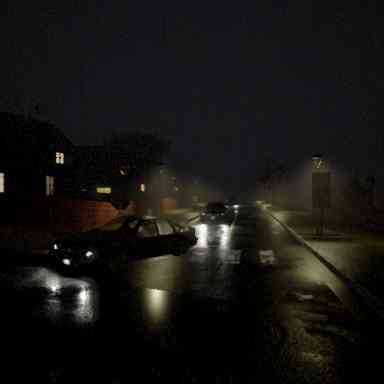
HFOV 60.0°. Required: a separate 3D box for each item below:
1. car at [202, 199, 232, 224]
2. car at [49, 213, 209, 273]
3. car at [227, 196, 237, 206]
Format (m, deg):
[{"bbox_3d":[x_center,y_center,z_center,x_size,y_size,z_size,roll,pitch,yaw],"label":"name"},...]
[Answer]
[{"bbox_3d":[1.801,1.506,25.171,1.812,1.442,4.674,0,0,9],"label":"car"},{"bbox_3d":[-1.808,1.510,10.953,2.033,1.411,5.357,3,0,33],"label":"car"},{"bbox_3d":[6.622,1.459,55.616,1.837,1.490,4.892,0,-1,9],"label":"car"}]
